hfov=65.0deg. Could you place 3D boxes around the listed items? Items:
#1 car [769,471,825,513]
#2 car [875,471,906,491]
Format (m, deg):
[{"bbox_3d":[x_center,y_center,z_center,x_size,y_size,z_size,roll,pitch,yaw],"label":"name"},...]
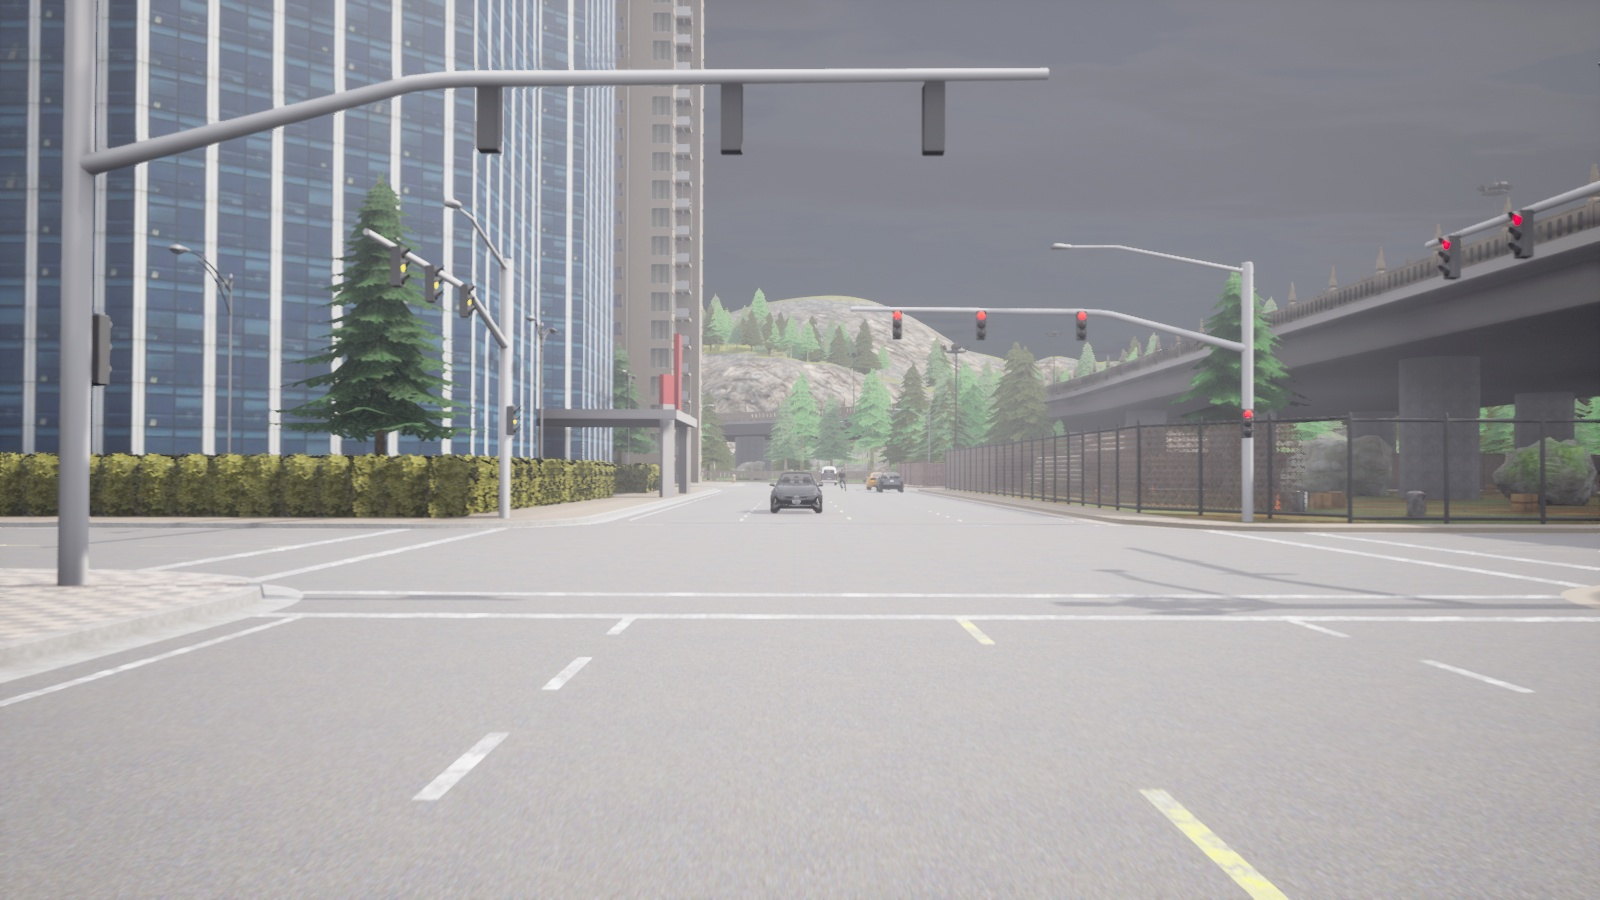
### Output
[{"bbox_3d":[-0.118,1.563,47.830,2.007,1.525,4.514,0,-1,0],"label":"car"},{"bbox_3d":[6.767,2.316,94.487,2.007,1.525,4.514,0,-1,0],"label":"car"}]
